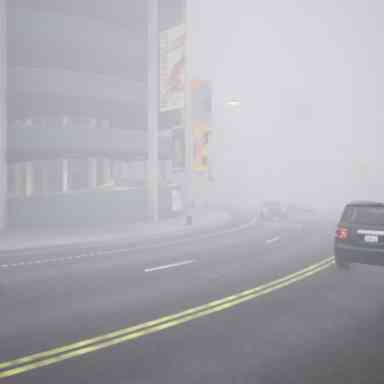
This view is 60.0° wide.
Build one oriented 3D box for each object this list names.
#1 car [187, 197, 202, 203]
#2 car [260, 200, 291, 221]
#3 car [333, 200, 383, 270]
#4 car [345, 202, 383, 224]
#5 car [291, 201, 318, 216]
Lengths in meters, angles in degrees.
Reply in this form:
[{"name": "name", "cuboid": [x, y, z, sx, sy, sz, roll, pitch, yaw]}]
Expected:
[{"name": "car", "cuboid": [0.501, 1.904, 82.606, 2.231, 1.521, 4.892, 0, 0, -33]}, {"name": "car", "cuboid": [7.005, 1.482, 28.773, 2.097, 1.767, 4.553, 0, 0, 10]}, {"name": "car", "cuboid": [6.188, 1.261, 10.439, 2.150, 2.045, 5.566, 0, 0, 39]}, {"name": "car", "cuboid": [13.915, 1.608, 26.943, 1.837, 1.490, 4.892, 0, 0, 13]}, {"name": "car", "cuboid": [11.334, 1.697, 34.750, 2.033, 1.411, 5.357, 0, 0, 1]}]
